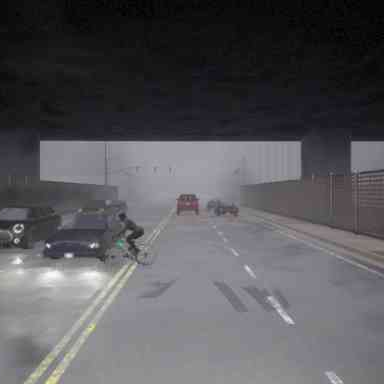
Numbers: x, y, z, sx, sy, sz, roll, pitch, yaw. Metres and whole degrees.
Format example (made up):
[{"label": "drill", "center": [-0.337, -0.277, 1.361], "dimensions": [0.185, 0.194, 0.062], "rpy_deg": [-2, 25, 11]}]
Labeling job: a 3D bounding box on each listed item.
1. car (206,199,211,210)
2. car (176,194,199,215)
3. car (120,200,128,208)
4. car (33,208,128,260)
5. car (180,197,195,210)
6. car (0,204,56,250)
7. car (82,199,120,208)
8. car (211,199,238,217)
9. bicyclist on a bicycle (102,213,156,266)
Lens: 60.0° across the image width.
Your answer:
[{"label": "car", "center": [2.987, 1.564, 43.444], "dimensions": [1.994, 1.385, 4.181], "rpy_deg": [0, 0, -1]}, {"label": "car", "center": [-0.422, 1.221, 34.276], "dimensions": [2.150, 2.045, 5.566], "rpy_deg": [0, 0, -1]}, {"label": "car", "center": [-7.507, 1.491, 32.464], "dimensions": [2.128, 1.511, 4.902], "rpy_deg": [0, 0, -1]}, {"label": "car", "center": [-3.755, 1.547, 12.733], "dimensions": [2.033, 1.411, 5.357], "rpy_deg": [0, 0, -1]}, {"label": "car", "center": [-0.623, 1.477, 44.985], "dimensions": [1.882, 1.535, 5.008], "rpy_deg": [0, 0, -1]}, {"label": "car", "center": [-7.283, 1.352, 14.271], "dimensions": [2.097, 1.767, 4.553], "rpy_deg": [0, 0, -1]}, {"label": "car", "center": [-7.364, 1.351, 26.036], "dimensions": [2.097, 1.767, 4.553], "rpy_deg": [0, 0, 0]}, {"label": "car", "center": [3.166, 1.601, 31.840], "dimensions": [1.895, 1.301, 4.718], "rpy_deg": [0, 0, -1]}, {"label": "bicyclist on a bicycle", "center": [-1.913, 1.455, 10.053], "dimensions": [1.656, 1.620, 0.582], "rpy_deg": [-2, 0, -1]}]
